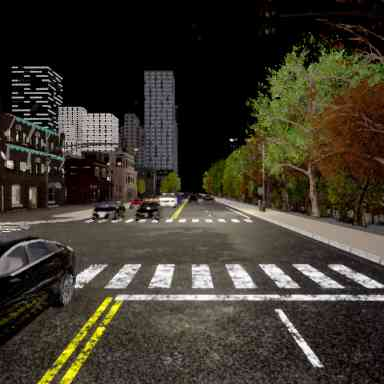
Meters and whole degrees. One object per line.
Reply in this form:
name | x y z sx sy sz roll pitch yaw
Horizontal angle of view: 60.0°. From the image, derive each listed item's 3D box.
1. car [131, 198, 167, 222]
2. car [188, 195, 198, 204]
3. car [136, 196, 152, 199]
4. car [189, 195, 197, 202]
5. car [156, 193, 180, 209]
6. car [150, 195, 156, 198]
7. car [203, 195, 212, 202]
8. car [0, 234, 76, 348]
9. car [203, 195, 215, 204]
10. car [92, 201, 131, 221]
car | -3.302 1.498 26.319 1.837 1.490 4.892 0 0 0
car | 0.220 1.480 65.271 1.837 1.490 4.892 0 0 0
car | -6.520 1.512 41.457 1.812 1.442 4.674 0 0 0
car | 0.150 1.493 75.609 1.812 1.442 4.674 0 0 0
car | -3.256 1.209 45.836 2.150 2.045 5.566 0 0 1
car | -6.484 1.331 54.988 2.097 1.767 4.553 0 0 0
car | 3.385 1.448 74.274 1.882 1.535 5.008 0 0 0
car | -3.342 1.490 5.095 2.128 1.511 4.902 0 0 0
car | 3.468 1.467 64.005 2.128 1.511 4.902 0 0 0
car | -6.550 1.485 26.671 2.128 1.511 4.902 0 0 0
